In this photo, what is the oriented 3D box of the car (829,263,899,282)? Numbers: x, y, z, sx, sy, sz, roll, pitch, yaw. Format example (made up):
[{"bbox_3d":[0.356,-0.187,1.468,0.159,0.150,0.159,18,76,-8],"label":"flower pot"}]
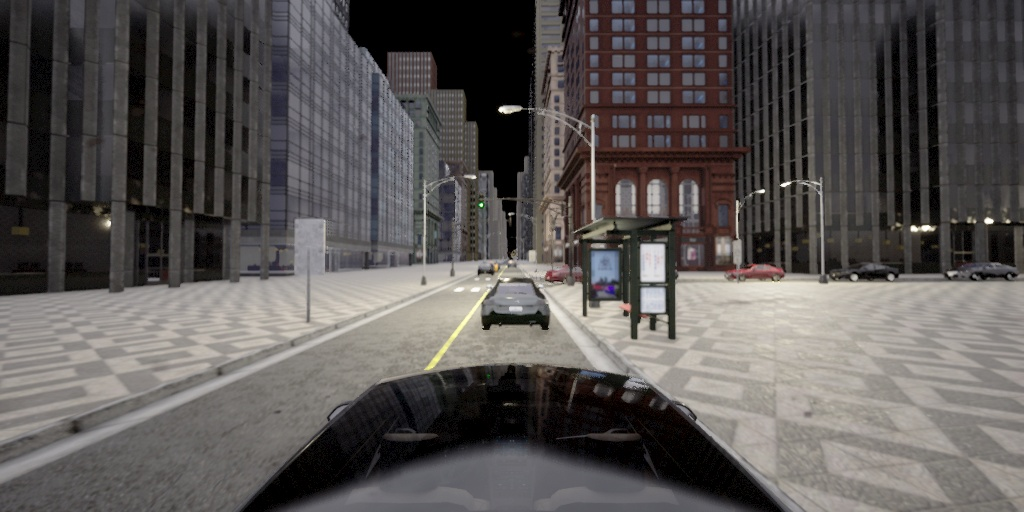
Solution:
[{"bbox_3d":[30.175,1.380,30.843,5.008,1.535,1.882,0,-1,0],"label":"car"}]

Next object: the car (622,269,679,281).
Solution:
[{"bbox_3d":[11.881,1.492,30.871,4.674,1.442,1.812,0,-1,-2],"label":"car"}]

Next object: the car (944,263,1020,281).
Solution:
[{"bbox_3d":[40.211,1.355,30.801,4.902,1.511,2.128,0,-1,1],"label":"car"}]

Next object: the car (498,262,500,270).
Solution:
[{"bbox_3d":[-3.072,1.617,53.286,1.882,1.535,5.008,0,0,0],"label":"car"}]

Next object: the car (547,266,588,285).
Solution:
[{"bbox_3d":[4.794,1.449,27.312,4.674,1.442,1.812,0,-2,-24],"label":"car"}]

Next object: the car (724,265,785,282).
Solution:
[{"bbox_3d":[20.818,1.462,30.864,4.674,1.442,1.812,0,-1,0],"label":"car"}]

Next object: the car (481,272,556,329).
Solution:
[{"bbox_3d":[0.102,1.403,11.648,1.994,1.385,4.181,0,0,0],"label":"car"}]

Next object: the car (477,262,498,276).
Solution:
[{"bbox_3d":[-3.082,1.551,43.261,1.882,1.535,5.008,0,0,0],"label":"car"}]

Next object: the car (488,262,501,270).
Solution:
[{"bbox_3d":[-3.024,1.754,63.957,2.033,1.411,5.357,0,0,1],"label":"car"}]
